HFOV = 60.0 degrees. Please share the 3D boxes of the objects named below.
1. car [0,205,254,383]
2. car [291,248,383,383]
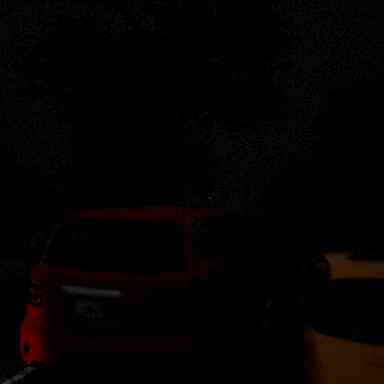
[{"bbox_3d":[-0.240,1.238,5.716,2.435,2.045,5.566,0,-1,16],"label":"car"},{"bbox_3d":[2.122,1.482,3.773,1.946,1.575,5.366,1,-1,16],"label":"car"}]
